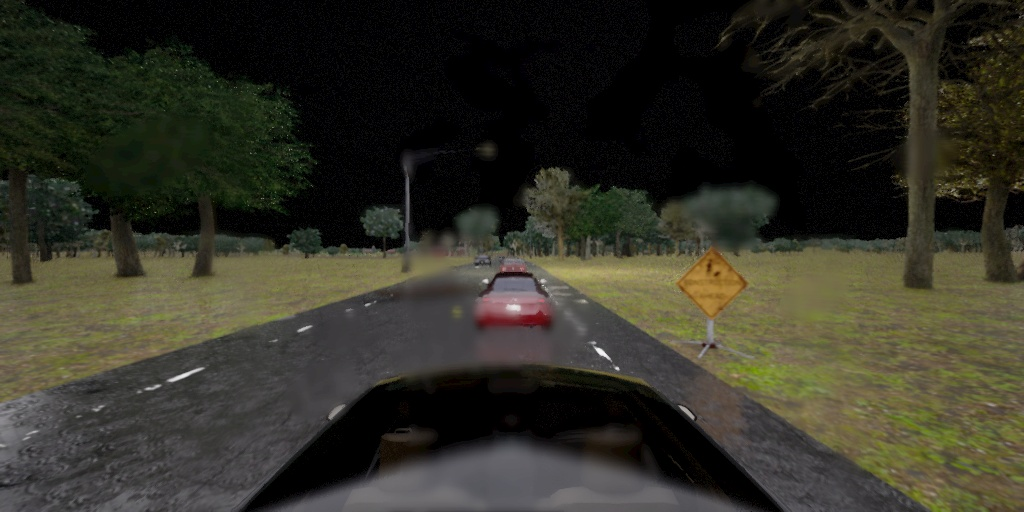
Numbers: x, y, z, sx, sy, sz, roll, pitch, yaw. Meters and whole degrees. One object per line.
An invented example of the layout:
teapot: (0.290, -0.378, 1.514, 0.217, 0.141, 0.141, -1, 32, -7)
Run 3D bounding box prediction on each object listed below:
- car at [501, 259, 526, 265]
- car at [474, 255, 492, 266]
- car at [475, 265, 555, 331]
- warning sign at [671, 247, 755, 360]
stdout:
car: (0.083, 0.858, 26.675, 1.895, 1.301, 4.718, 0, 1, 0)
car: (-3.585, 0.541, 44.889, 1.994, 1.385, 4.181, 0, 1, 0)
car: (0.074, 1.139, 10.289, 1.994, 1.385, 4.181, 0, 1, 0)
warning sign: (3.550, 0.770, 6.443, 1.300, 1.860, 1.060, 0, 0, 0)
